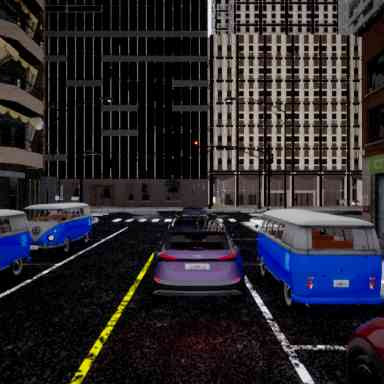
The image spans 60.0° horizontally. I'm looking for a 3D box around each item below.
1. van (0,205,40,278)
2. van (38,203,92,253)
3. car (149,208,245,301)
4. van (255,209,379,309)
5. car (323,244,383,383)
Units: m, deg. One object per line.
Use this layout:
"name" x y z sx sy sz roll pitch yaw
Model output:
"van" -5.306 1.343 7.585 1.690 1.788 3.998 0 0 0
"van" -5.303 1.345 13.274 1.690 1.788 3.998 0 0 0
"car" 0.105 1.432 8.343 2.033 1.649 4.856 0 0 0
"van" 2.574 1.343 7.586 1.690 1.788 3.998 0 0 0
"car" 2.570 1.440 1.895 1.967 1.590 4.097 0 0 0
